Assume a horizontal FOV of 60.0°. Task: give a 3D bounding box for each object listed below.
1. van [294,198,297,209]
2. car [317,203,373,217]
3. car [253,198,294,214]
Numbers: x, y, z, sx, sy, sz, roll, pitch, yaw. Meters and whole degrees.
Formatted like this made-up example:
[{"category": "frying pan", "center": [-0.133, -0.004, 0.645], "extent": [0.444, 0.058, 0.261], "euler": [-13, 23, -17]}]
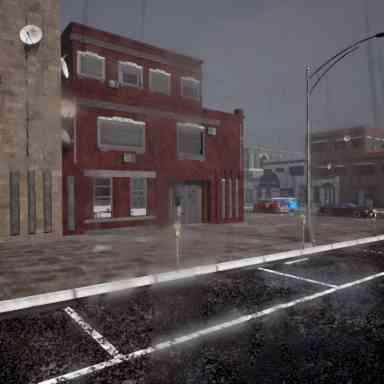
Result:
[{"category": "van", "center": [12.883, 1.704, 47.246], "extent": [1.690, 1.788, 3.998], "euler": [-2, 0, -38]}, {"category": "car", "center": [15.687, 1.793, 34.170], "extent": [2.033, 1.411, 5.357], "euler": [-1, 0, -37]}, {"category": "car", "center": [9.900, 1.732, 41.659], "extent": [2.097, 1.767, 4.553], "euler": [-1, 0, -38]}]
